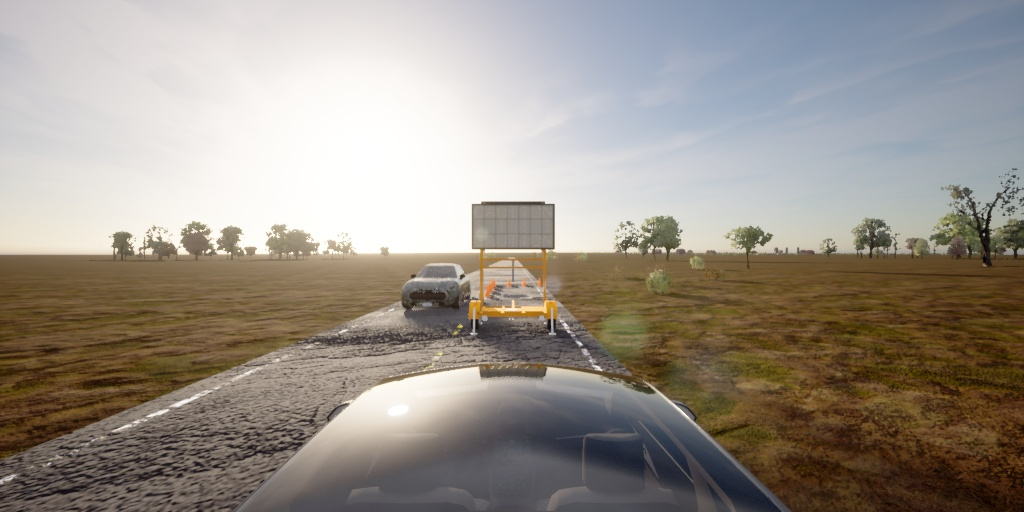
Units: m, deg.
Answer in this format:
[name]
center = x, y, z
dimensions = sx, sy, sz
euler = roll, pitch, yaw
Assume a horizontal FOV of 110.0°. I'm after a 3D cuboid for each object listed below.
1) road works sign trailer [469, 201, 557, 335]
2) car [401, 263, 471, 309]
[road works sign trailer]
center = 0.034, 0.214, 10.505
dimensions = 2.380, 3.560, 2.880
euler = 0, 0, 0
[car]
center = -2.951, 1.102, 14.751
dimensions = 2.097, 1.767, 4.553
euler = 0, 0, 0
